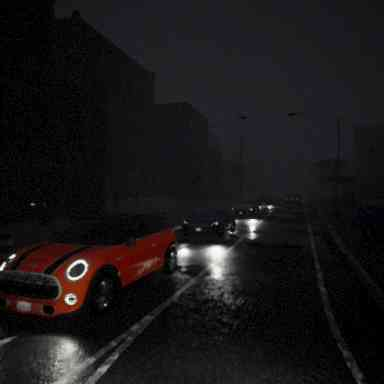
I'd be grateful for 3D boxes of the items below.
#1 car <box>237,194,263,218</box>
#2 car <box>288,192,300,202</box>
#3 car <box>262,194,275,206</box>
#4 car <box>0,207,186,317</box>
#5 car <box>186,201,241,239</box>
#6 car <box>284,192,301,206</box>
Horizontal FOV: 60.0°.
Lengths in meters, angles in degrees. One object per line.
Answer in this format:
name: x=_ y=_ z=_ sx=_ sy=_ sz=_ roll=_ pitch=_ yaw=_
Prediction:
car: x=4.274 y=1.188 z=26.372 sx=1.812 sy=1.442 sz=4.674 roll=0 pitch=1 yaw=18
car: x=17.075 y=0.775 z=55.410 sx=1.837 sy=1.490 sz=4.892 roll=0 pitch=1 yaw=18
car: x=9.303 y=0.920 z=41.701 sx=2.033 sy=1.411 sz=5.357 roll=0 pitch=1 yaw=19
car: x=-2.021 y=1.295 z=7.645 sx=2.097 sy=1.767 sz=4.553 roll=0 pitch=1 yaw=20
car: x=0.985 y=1.341 z=16.334 sx=1.812 sy=1.442 sz=4.674 roll=0 pitch=-1 yaw=18
car: x=12.613 y=0.934 z=41.706 sx=2.033 sy=1.411 sz=5.357 roll=0 pitch=1 yaw=19
